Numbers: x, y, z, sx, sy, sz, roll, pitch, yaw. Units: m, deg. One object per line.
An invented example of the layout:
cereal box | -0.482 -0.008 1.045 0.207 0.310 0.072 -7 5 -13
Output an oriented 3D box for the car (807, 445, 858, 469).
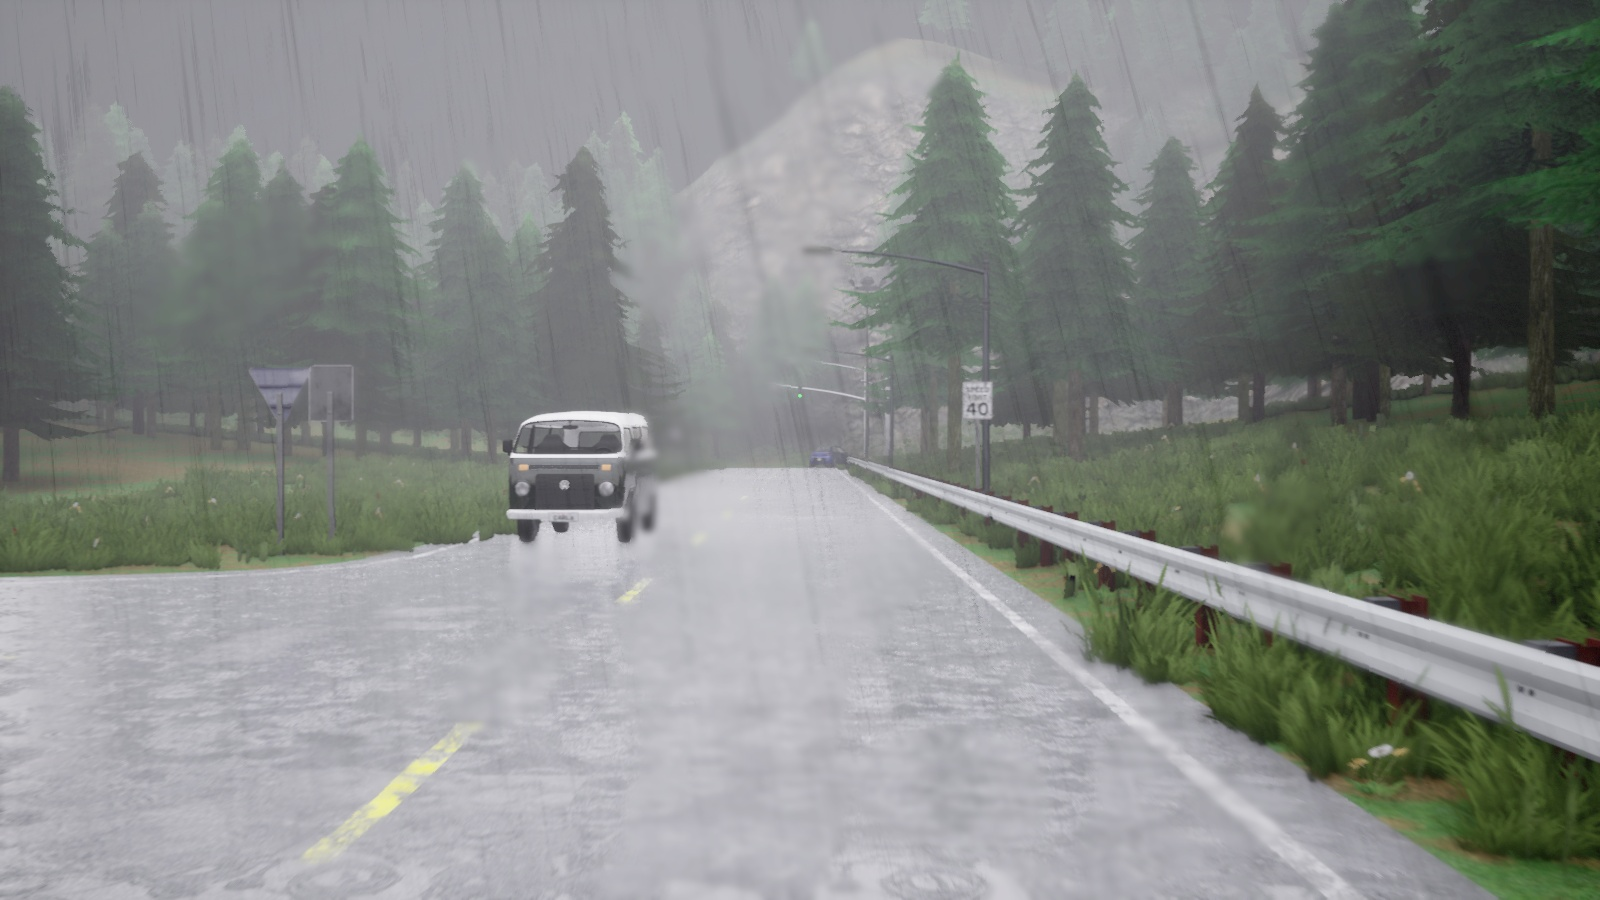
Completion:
car | 2.189 0.469 82.385 1.816 1.474 4.193 -1 -2 25

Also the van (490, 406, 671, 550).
van | -3.347 0.385 20.041 2.069 2.038 4.480 0 0 0
